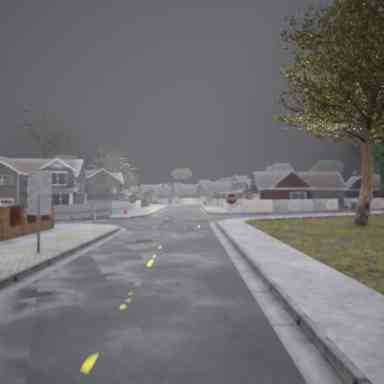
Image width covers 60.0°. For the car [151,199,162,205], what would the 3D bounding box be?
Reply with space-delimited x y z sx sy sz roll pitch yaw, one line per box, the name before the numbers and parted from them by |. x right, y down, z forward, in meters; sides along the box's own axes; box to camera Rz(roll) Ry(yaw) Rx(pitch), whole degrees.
car | -9.380 2.527 86.548 2.128 1.511 4.902 1 -1 -23
